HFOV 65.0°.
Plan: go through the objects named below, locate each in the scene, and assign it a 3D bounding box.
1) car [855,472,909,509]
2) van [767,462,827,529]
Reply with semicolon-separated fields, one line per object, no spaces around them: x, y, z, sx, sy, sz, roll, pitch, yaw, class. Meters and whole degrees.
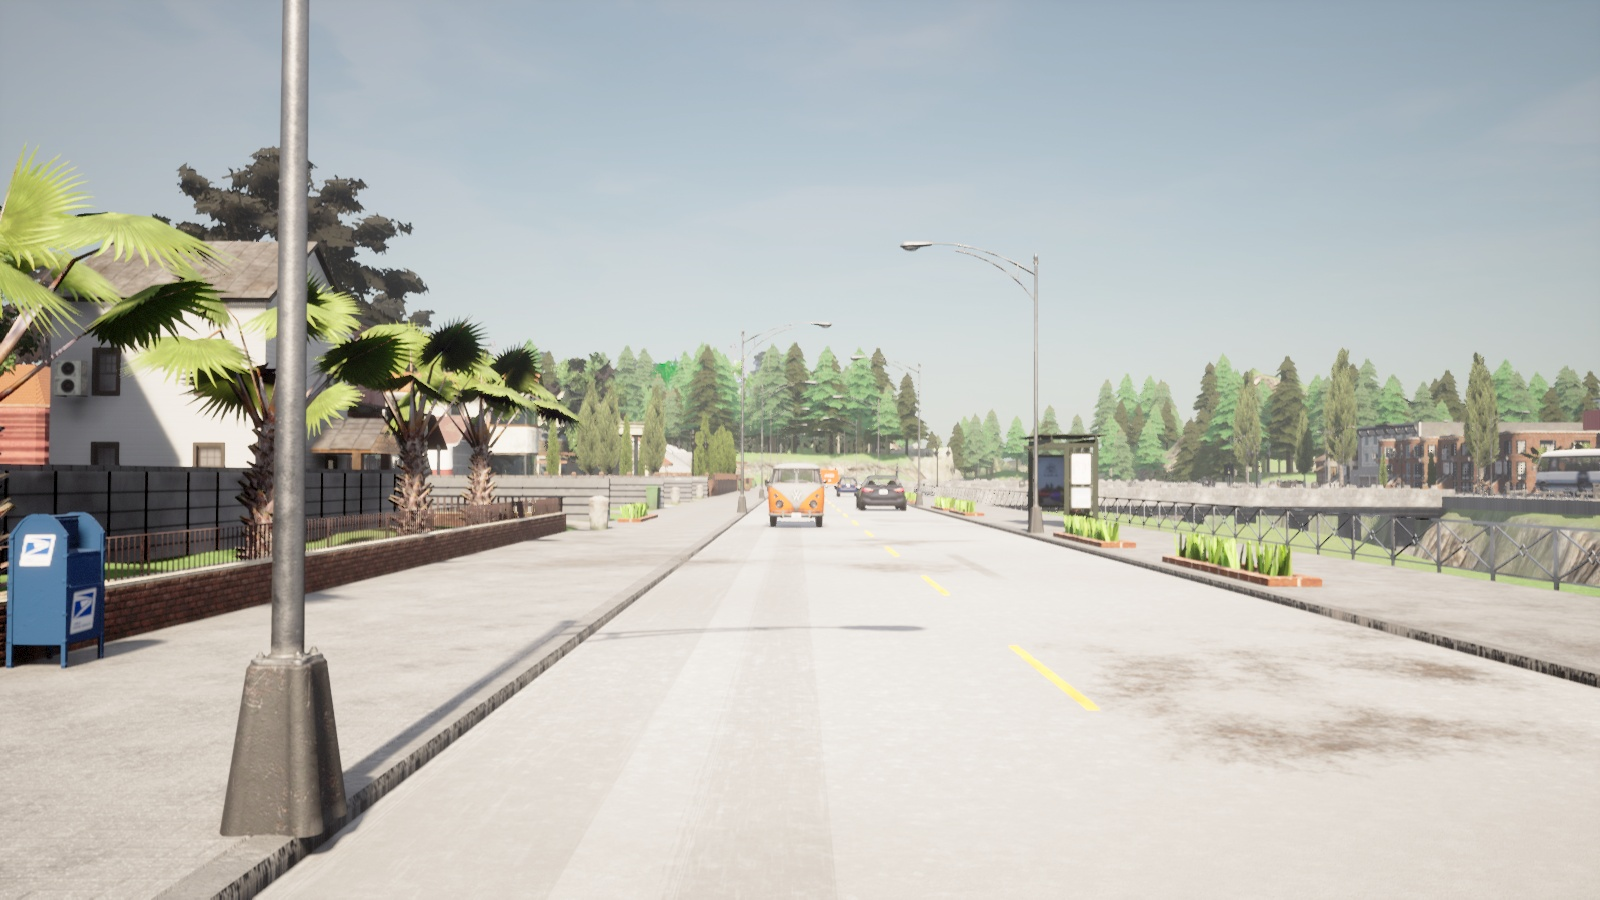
3.849;1.898;59.905;2.242;1.667;4.611;0;-1;0;car
-0.102;1.405;39.852;1.775;1.987;4.442;0;-1;0;van
